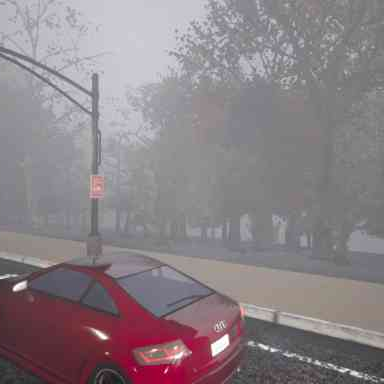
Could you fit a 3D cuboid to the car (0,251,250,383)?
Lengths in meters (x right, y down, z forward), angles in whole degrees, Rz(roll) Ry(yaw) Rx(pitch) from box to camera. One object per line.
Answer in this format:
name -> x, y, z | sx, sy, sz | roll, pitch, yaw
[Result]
car -> -1.338, 1.563, 4.636 | 4.181, 1.385, 1.994 | 0, 0, 35
